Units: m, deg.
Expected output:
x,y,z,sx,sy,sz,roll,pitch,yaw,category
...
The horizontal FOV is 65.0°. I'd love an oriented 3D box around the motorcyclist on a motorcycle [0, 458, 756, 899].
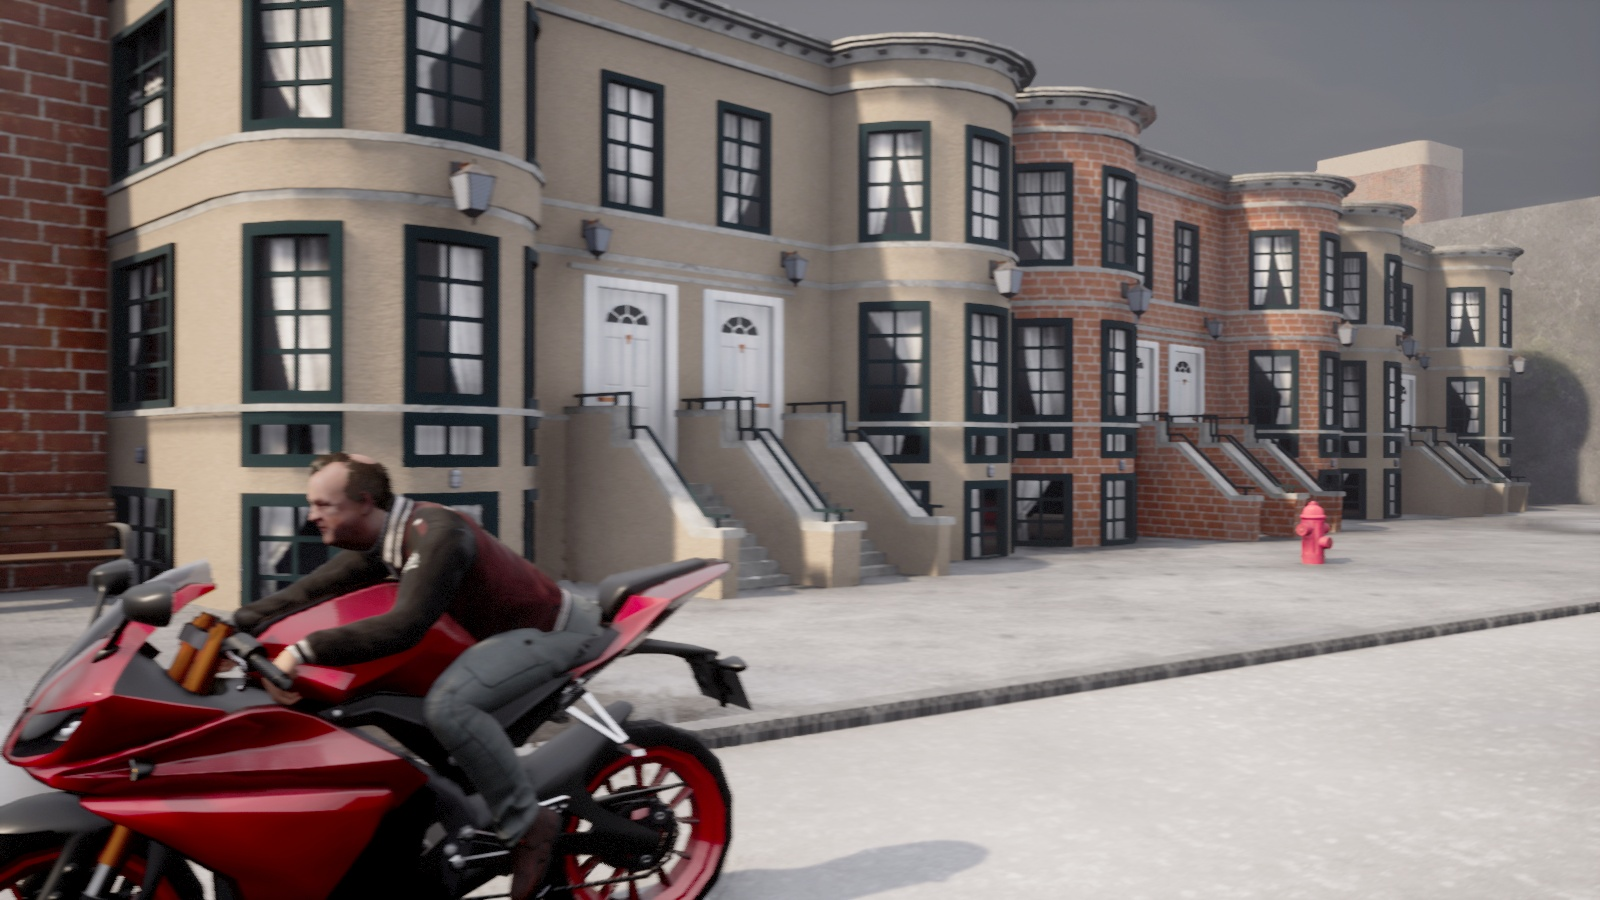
x,y,z,sx,sy,sz,roll,pitch,yaw,category
-1.276,0.791,3.381,2.191,1.530,0.866,0,0,-35,motorcyclist on a motorcycle
